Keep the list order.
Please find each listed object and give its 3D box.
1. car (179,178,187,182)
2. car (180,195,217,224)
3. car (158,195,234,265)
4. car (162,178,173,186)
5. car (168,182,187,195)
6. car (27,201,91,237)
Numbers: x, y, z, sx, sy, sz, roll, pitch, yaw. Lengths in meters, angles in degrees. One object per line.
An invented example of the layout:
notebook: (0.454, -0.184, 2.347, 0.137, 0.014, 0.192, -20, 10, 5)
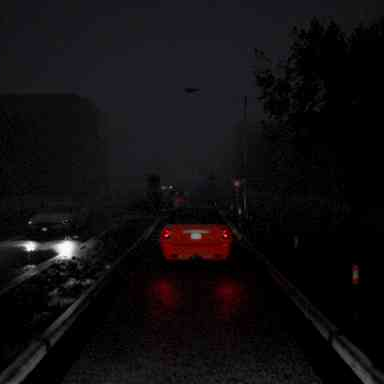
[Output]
car: (-2.282, -2.588, 81.733, 1.882, 1.535, 5.008, 0, 3, 0)
car: (0.563, 1.029, 21.743, 2.033, 1.411, 5.357, 0, 2, 5)
car: (0.117, 1.156, 11.016, 2.097, 1.767, 4.553, 0, 1, 0)
car: (-5.267, -2.172, 72.816, 2.097, 1.767, 4.553, 0, 4, 0)
car: (-2.047, -0.288, 46.820, 1.837, 1.490, 4.892, 0, 3, -1)
car: (-6.171, 1.184, 15.974, 1.812, 1.442, 4.674, 0, 2, -3)
